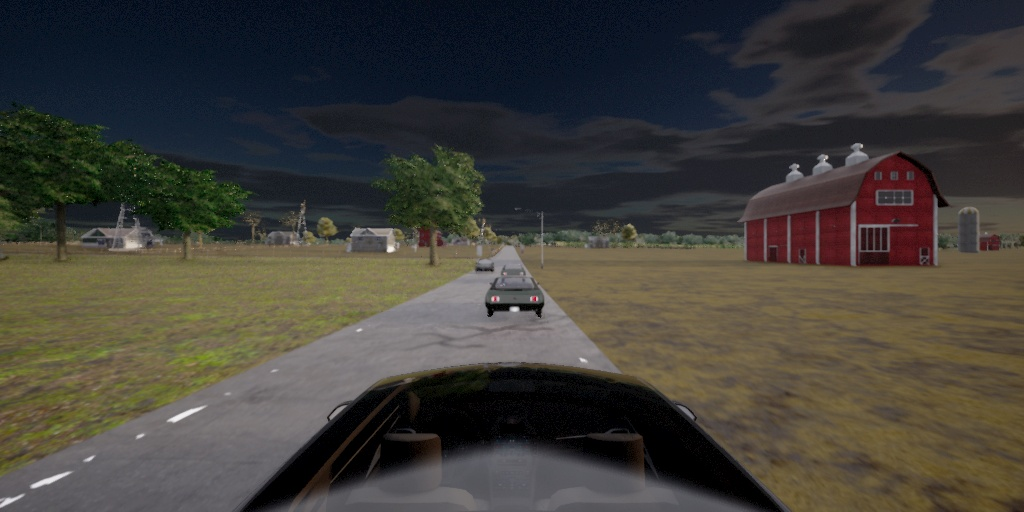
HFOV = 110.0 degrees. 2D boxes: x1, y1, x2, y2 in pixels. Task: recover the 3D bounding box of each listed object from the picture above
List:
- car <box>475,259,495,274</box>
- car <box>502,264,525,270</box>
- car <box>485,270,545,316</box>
[{"bbox_3d":[-2.851,1.039,38.391,1.882,1.535,5.008,0,1,0],"label":"car"},{"bbox_3d":[0.088,1.297,28.701,1.895,1.301,4.718,0,1,0],"label":"car"},{"bbox_3d":[0.090,1.367,13.358,1.895,1.301,4.718,0,0,0],"label":"car"}]
